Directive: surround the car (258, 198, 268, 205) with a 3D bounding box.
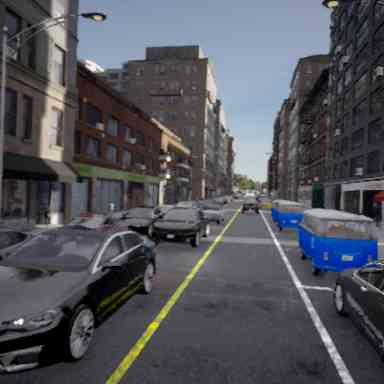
[{"bbox_3d":[15.336,1.970,71.987,1.887,1.381,4.507,2,0,10],"label":"car"}]

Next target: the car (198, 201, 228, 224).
[{"bbox_3d":[1.388,1.599,24.999,1.895,1.301,4.718,2,0,10],"label":"car"}]

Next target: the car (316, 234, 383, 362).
[{"bbox_3d":[3.358,1.669,4.859,2.008,1.369,4.403,2,0,10],"label":"car"}]

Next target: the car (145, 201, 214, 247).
[{"bbox_3d":[-0.373,1.430,15.134,1.882,1.535,5.008,2,0,10],"label":"car"}]

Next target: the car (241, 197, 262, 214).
[{"bbox_3d":[6.805,1.682,38.602,1.837,1.490,4.892,2,0,10],"label":"car"}]

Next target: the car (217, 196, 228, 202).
[{"bbox_3d":[4.447,1.593,56.614,2.008,1.369,4.403,2,0,10],"label":"car"}]

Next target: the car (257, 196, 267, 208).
[{"bbox_3d":[10.712,1.761,48.398,1.801,1.575,5.366,2,0,10],"label":"car"}]

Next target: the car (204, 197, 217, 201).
[{"bbox_3d":[1.452,1.532,39.832,1.947,1.339,4.313,2,0,10],"label":"car"}]

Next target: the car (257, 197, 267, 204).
[{"bbox_3d":[16.334,2.001,77.580,2.008,1.369,4.403,2,0,10],"label":"car"}]

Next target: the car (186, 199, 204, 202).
[{"bbox_3d":[-0.544,1.466,28.645,2.008,1.369,4.403,2,0,10],"label":"car"}]

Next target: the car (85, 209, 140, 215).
[{"bbox_3d":[-3.539,1.418,11.863,1.802,1.307,4.206,2,0,10],"label":"car"}]

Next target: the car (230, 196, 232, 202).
[{"bbox_3d":[6.443,1.658,67.802,1.947,1.339,4.313,2,0,10],"label":"car"}]

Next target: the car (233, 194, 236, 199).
[{"bbox_3d":[9.442,1.606,84.583,1.967,1.590,4.097,2,0,10],"label":"car"}]

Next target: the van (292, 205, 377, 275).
[{"bbox_3d":[4.364,1.487,10.453,1.690,1.788,3.998,2,0,10],"label":"van"}]

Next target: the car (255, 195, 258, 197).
[{"bbox_3d":[8.805,1.734,49.827,1.837,1.490,4.892,2,1,10],"label":"car"}]

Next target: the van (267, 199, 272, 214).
[{"bbox_3d":[7.359,1.565,27.235,1.690,1.788,3.998,2,0,10],"label":"van"}]

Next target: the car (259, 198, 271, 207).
[{"bbox_3d":[13.339,1.921,60.798,1.887,1.381,4.507,2,0,10],"label":"car"}]

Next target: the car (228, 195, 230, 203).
[{"bbox_3d":[5.445,1.612,62.208,1.887,1.381,4.507,2,0,10],"label":"car"}]

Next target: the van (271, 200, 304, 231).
[{"bbox_3d":[6.360,1.539,21.641,1.690,1.788,3.998,2,0,10],"label":"van"}]

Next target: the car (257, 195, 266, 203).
[{"bbox_3d":[17.341,1.790,83.173,2.192,1.841,5.009,2,0,10],"label":"car"}]

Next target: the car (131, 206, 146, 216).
[{"bbox_3d":[-2.541,1.429,17.457,1.947,1.339,4.313,2,0,10],"label":"car"}]

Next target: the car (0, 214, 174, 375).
[{"bbox_3d":[-2.020,1.399,5.926,2.128,1.511,4.902,2,0,10],"label":"car"}]
